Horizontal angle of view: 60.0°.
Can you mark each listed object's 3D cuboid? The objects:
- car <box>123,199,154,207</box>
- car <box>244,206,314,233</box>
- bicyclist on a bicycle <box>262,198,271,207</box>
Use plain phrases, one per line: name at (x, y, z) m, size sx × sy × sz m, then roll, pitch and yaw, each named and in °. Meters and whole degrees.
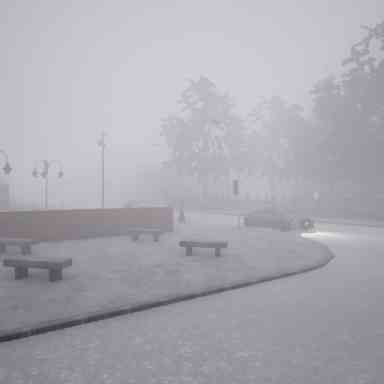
car at (-5.656, 1.505, 34.908) m, size 1.837 × 1.490 × 4.892 m, roll 0°, pitch 0°, yaw -35°
car at (5.088, 1.564, 19.845) m, size 1.994 × 1.385 × 4.181 m, roll 0°, pitch 0°, yaw -37°
bicyclist on a bicycle at (7.079, 1.349, 31.453) m, size 1.656 × 1.620 × 0.582 m, roll 0°, pitch 0°, yaw -35°
